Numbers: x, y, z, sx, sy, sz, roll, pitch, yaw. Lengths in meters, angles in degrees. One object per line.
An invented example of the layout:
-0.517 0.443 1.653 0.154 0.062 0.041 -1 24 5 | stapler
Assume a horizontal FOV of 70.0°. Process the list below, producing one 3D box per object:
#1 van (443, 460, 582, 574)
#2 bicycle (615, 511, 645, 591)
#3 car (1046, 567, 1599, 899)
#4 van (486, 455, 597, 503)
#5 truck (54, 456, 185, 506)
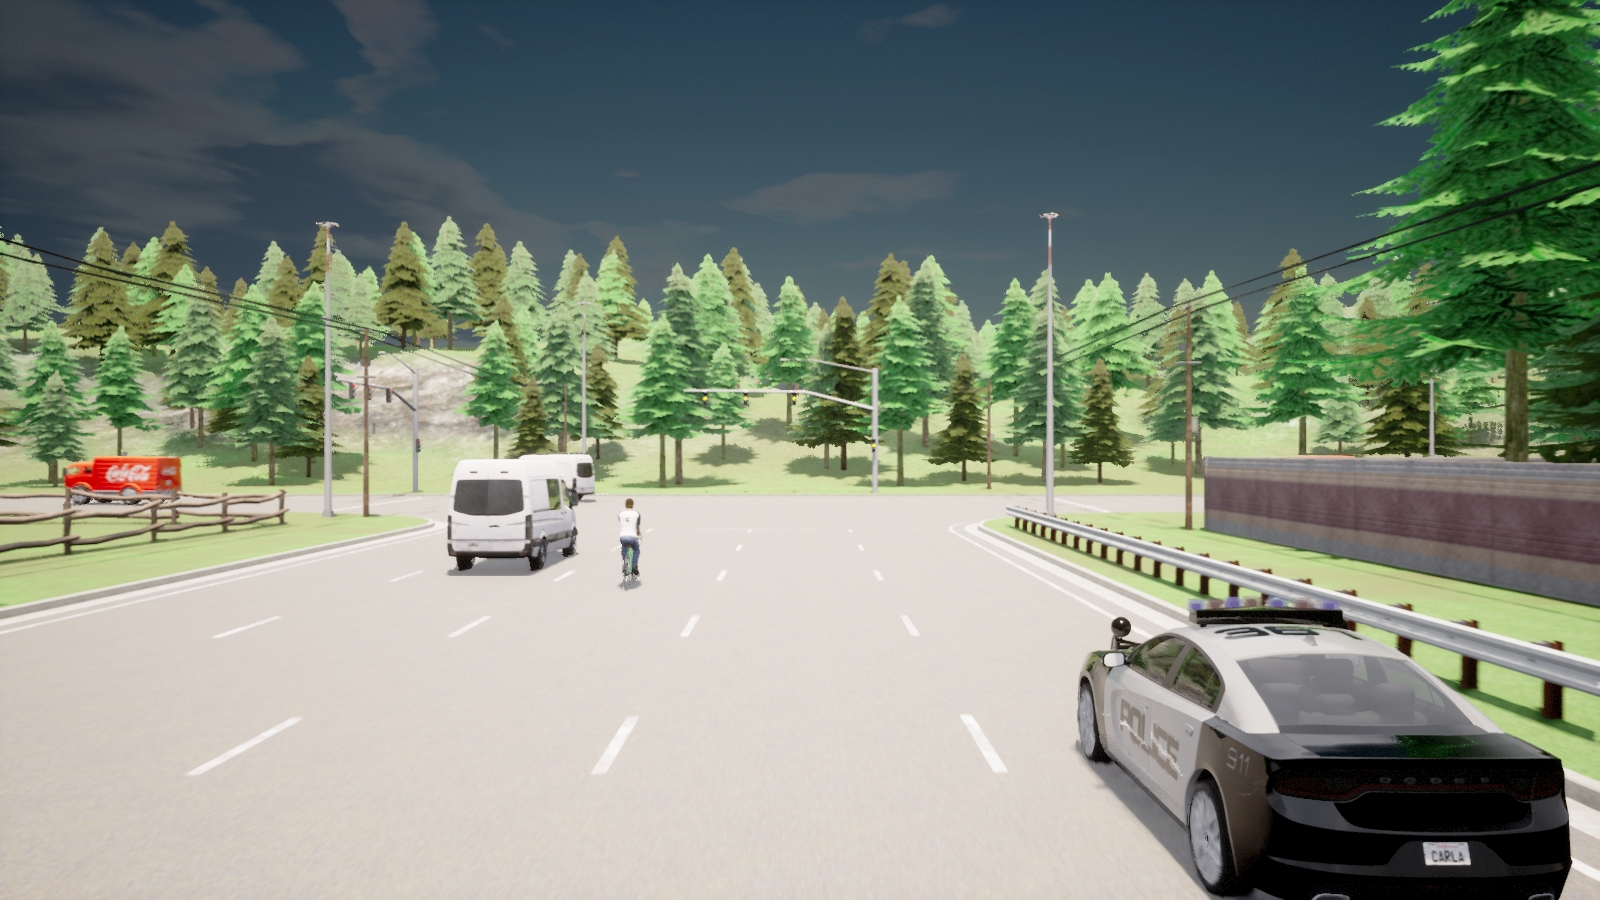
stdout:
-6.993 1.531 28.517 1.988 2.561 5.915 0 -1 0 | van
-3.499 2.056 23.599 0.373 1.496 1.643 0 0 0 | bicycle
3.501 1.982 8.770 2.097 1.638 5.238 0 0 0 | car
-14.229 1.534 62.848 5.915 2.561 1.988 0 0 23 | van
-35.035 1.569 58.948 5.204 2.467 2.627 0 0 2 | truck
